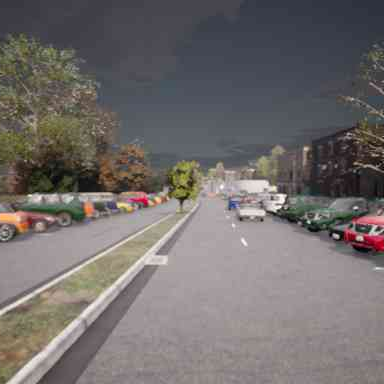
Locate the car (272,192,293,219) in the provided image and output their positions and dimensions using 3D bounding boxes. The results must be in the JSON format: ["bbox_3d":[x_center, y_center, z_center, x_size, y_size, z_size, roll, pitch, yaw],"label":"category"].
[{"bbox_3d":[9.189,1.294,24.277,5.566,2.045,2.435,2,0,-17],"label":"car"}]

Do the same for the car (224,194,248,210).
[{"bbox_3d":[5.505,1.435,42.095,1.882,1.535,5.008,1,0,3],"label":"car"}]

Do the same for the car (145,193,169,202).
[{"bbox_3d":[-7.152,1.094,67.728,4.553,1.767,2.185,0,0,-19],"label":"car"}]

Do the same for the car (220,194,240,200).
[{"bbox_3d":[10.666,1.342,93.528,5.366,1.575,1.946,1,0,-22],"label":"car"}]

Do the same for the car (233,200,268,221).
[{"bbox_3d":[4.640,1.591,26.942,1.895,1.301,4.718,1,0,3],"label":"car"}]

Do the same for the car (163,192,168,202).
[{"bbox_3d":[-7.335,1.270,58.836,4.792,1.488,2.163,0,0,-18],"label":"car"}]

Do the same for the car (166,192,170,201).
[{"bbox_3d":[-7.197,1.263,61.827,4.792,1.488,2.163,0,0,-18],"label":"car"}]

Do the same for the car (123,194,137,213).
[{"bbox_3d":[-8.426,1.291,32.210,5.366,1.575,1.946,0,0,-17],"label":"car"}]

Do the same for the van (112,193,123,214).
[{"bbox_3d":[-8.666,1.074,29.220,4.442,1.987,1.878,0,0,-17],"label":"van"}]

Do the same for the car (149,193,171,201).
[{"bbox_3d":[-7.057,1.079,73.665,4.553,1.767,2.185,0,0,-20],"label":"car"}]

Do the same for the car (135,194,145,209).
[{"bbox_3d":[-8.236,1.312,38.109,4.792,1.488,2.163,0,0,-17],"label":"car"}]

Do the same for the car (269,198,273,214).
[{"bbox_3d":[9.336,1.538,27.264,5.008,1.535,2.097,2,0,-17],"label":"car"}]

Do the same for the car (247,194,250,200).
[{"bbox_3d":[10.539,1.500,45.351,5.366,1.575,1.946,2,0,-17],"label":"car"}]

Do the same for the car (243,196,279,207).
[{"bbox_3d":[10.645,1.484,51.317,4.892,1.521,2.231,1,0,-18],"label":"car"}]

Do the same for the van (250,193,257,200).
[{"bbox_3d":[10.097,1.277,42.244,4.442,1.987,1.878,2,0,-17],"label":"van"}]

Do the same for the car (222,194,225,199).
[{"bbox_3d":[11.103,1.383,84.541,4.892,1.521,2.231,1,0,-21],"label":"car"}]

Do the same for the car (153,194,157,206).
[{"bbox_3d":[-7.757,1.268,44.093,5.366,1.575,1.946,0,0,-17],"label":"car"}]

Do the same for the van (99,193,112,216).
[{"bbox_3d":[-8.837,1.080,26.247,4.442,1.987,1.878,0,0,-17],"label":"van"}]

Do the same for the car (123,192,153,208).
[{"bbox_3d":[-8.120,1.025,41.055,5.566,2.045,2.435,0,0,-17],"label":"car"}]

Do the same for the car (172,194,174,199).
[{"bbox_3d":[-7.269,1.209,70.631,5.366,1.575,1.946,0,0,-19],"label":"car"}]

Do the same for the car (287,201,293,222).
[{"bbox_3d":[8.953,1.580,21.253,4.792,1.488,2.163,2,0,-17],"label":"car"}]

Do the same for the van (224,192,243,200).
[{"bbox_3d":[10.928,1.142,87.515,4.442,1.987,1.878,1,0,-22],"label":"van"}]

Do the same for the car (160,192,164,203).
[{"bbox_3d":[-7.504,1.253,52.927,5.008,1.535,2.097,0,0,-17],"label":"car"}]

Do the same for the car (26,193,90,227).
[{"bbox_3d":[-9.318,1.067,20.256,5.566,2.045,2.435,0,0,-17],"label":"car"}]

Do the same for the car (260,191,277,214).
[{"bbox_3d":[9.540,1.281,30.275,5.566,2.045,2.435,2,0,-17],"label":"car"}]

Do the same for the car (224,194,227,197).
[{"bbox_3d":[11.140,1.431,81.523,4.674,1.452,2.002,1,0,-21],"label":"car"}]

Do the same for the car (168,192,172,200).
[{"bbox_3d":[-7.157,1.226,64.772,5.008,1.535,2.097,0,0,-19],"label":"car"}]

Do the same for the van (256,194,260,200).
[{"bbox_3d":[9.755,1.290,36.228,4.442,1.987,1.878,2,1,-17],"label":"van"}]

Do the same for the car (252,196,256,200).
[{"bbox_3d":[10.059,1.543,39.286,4.792,1.488,2.163,2,0,-17],"label":"car"}]

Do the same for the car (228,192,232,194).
[{"bbox_3d":[11.148,1.179,69.421,5.566,2.045,2.435,1,0,-20],"label":"car"}]

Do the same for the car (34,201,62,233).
[{"bbox_3d":[-9.467,1.364,17.298,4.674,1.452,2.002,0,0,-17],"label":"car"}]

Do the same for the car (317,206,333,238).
[{"bbox_3d":[8.601,1.593,15.251,4.792,1.488,2.163,2,1,-17],"label":"car"}]

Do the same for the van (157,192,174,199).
[{"bbox_3d":[-7.300,0.929,91.465,4.442,1.987,1.878,0,0,-22],"label":"van"}]

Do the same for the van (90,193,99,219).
[{"bbox_3d":[-9.007,1.086,23.274,4.442,1.987,1.878,0,0,-17],"label":"van"}]

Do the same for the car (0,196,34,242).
[{"bbox_3d":[-9.606,1.204,14.329,4.553,1.767,2.185,0,0,-17],"label":"car"}]

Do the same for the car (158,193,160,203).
[{"bbox_3d":[-7.610,1.133,49.973,4.553,1.767,2.185,0,0,-17],"label":"car"}]

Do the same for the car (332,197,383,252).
[{"bbox_3d":[8.431,1.318,12.246,5.566,2.045,2.435,2,1,-17],"label":"car"}]

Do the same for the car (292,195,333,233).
[{"bbox_3d":[8.786,1.305,18.249,5.566,2.045,2.435,2,1,-17],"label":"car"}]
